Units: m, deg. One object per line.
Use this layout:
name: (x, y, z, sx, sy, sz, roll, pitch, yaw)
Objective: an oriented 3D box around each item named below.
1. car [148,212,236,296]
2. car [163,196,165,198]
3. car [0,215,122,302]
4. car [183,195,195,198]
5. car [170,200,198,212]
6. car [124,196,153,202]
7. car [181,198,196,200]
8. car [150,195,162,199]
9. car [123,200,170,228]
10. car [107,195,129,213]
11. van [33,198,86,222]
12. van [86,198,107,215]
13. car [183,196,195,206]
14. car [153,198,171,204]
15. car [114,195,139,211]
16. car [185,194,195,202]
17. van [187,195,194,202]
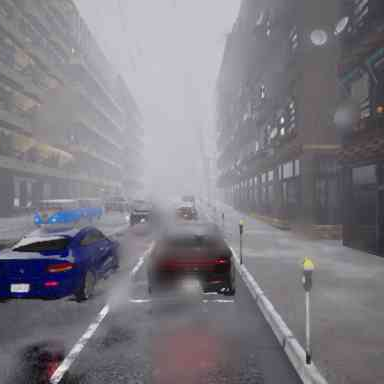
car: (0.000, 1.509, 8.653, 1.837, 1.490, 4.892, 0, 0, 0)
car: (-8.323, 1.847, 92.652, 1.802, 1.307, 4.206, 1, 0, 0)
car: (-3.020, 1.530, 8.155, 1.812, 1.442, 4.674, 0, 0, 0)
car: (-0.427, 1.490, 37.286, 1.967, 1.590, 4.097, 1, 0, 0)
car: (-0.437, 1.572, 26.224, 1.887, 1.381, 4.507, 1, 0, 0)
car: (-5.850, 1.526, 36.799, 1.882, 1.535, 5.008, 0, 0, 0)
car: (-0.437, 1.582, 31.754, 1.887, 1.381, 4.507, 1, 0, 0)
car: (-8.315, 1.471, 70.528, 2.192, 1.841, 5.009, 1, 0, 0)
car: (-2.952, 1.512, 22.537, 2.128, 1.511, 4.902, 0, 0, 0)
car: (-8.312, 1.365, 37.346, 2.192, 1.841, 5.009, 1, 0, 0)
van: (-8.312, 1.359, 20.753, 1.690, 1.788, 3.998, 2, 0, 0)
van: (-8.313, 1.368, 26.285, 1.690, 1.788, 3.998, 1, 0, 0)
car: (-0.471, 1.553, 59.411, 1.967, 1.590, 4.097, 1, 0, 0)
car: (-2.961, 1.649, 36.422, 1.895, 1.301, 4.718, 0, 0, 0)
car: (-8.312, 1.379, 42.876, 2.192, 1.841, 5.009, 1, 0, 0)
car: (-0.470, 1.521, 81.536, 2.192, 1.841, 5.009, 1, 0, 0)
van: (-0.471, 1.575, 87.068, 1.690, 1.788, 3.998, 1, 0, 0)
